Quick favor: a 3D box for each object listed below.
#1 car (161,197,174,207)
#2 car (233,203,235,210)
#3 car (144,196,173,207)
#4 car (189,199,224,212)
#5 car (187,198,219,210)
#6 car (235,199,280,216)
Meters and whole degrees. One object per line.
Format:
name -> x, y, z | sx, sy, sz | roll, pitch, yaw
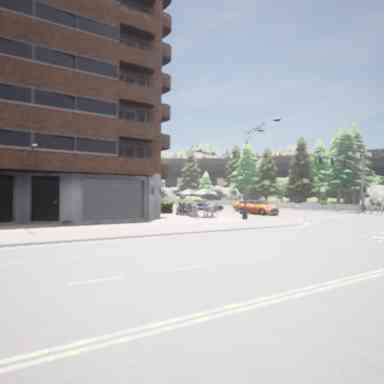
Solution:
car -> -4.990, 1.833, 51.766 | 4.718, 1.301, 1.895 | 0, 0, 38
car -> 7.282, 1.773, 41.992 | 1.882, 1.535, 5.008 | 1, 0, -35
car -> -5.668, 1.608, 56.437 | 4.553, 1.767, 2.097 | 0, 0, 31
car -> 1.921, 1.798, 43.693 | 2.033, 1.411, 5.357 | 1, 0, -35
car -> 1.607, 1.765, 49.697 | 1.882, 1.535, 5.008 | 1, 0, -40
car -> 7.264, 1.607, 35.871 | 2.097, 1.767, 4.553 | 1, 0, -34
